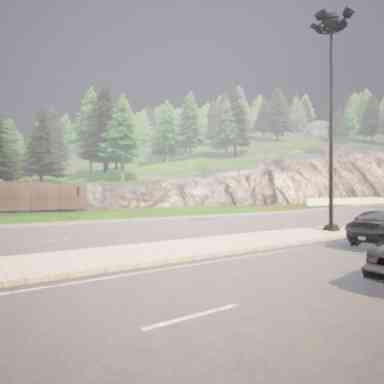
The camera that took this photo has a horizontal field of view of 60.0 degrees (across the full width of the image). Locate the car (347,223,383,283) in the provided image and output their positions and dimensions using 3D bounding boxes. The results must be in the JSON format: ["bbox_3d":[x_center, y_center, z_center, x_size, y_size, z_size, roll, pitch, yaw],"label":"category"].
[{"bbox_3d":[6.404,1.565,8.362,5.357,1.411,2.033,0,0,-35],"label":"car"}]

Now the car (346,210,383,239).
[{"bbox_3d":[8.461,1.531,14.099,4.892,1.490,1.837,0,0,-35],"label":"car"}]
